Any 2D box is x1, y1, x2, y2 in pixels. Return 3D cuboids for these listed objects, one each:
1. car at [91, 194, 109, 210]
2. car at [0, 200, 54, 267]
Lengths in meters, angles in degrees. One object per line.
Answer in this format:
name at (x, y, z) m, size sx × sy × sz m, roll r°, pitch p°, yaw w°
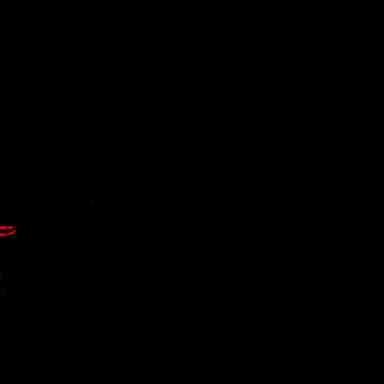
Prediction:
car at (-12.953, 1.335, 46.778) m, size 2.150 × 2.045 × 5.566 m, roll -1°, pitch 1°, yaw -12°
car at (-6.443, 1.276, 11.618) m, size 2.150 × 2.045 × 5.566 m, roll 0°, pitch 0°, yaw -11°
